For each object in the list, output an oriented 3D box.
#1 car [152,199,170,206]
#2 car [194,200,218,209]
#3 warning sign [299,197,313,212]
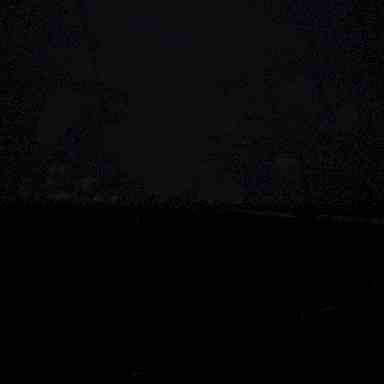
[{"bbox_3d":[-6.111,2.028,64.886,1.994,1.385,4.181,1,-1,-35],"label":"car"},{"bbox_3d":[2.205,1.939,53.033,1.812,1.442,4.674,1,0,-35],"label":"car"},{"bbox_3d":[13.882,1.499,40.641,1.300,1.860,1.060,1,0,-35],"label":"warning sign"}]
